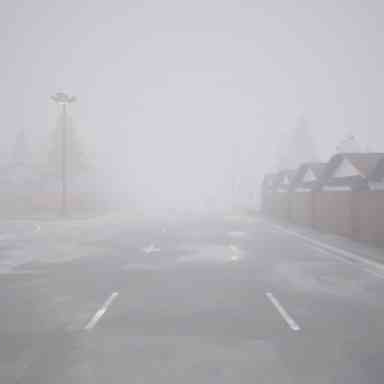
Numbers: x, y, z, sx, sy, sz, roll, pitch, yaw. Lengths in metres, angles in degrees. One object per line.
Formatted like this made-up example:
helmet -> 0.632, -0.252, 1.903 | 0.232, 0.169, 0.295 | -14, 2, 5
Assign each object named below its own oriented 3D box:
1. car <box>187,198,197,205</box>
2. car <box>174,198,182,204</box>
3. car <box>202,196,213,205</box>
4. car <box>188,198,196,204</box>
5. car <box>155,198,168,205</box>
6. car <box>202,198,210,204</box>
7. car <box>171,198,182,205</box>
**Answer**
car -> 0.002, 2.197, 73.557 | 2.128, 1.511, 4.902 | 0, -1, 0
car -> -3.498, 2.232, 84.841 | 1.895, 1.301, 4.718 | 0, -1, 0
car -> 3.502, 1.876, 73.174 | 2.150, 2.045, 5.566 | 0, -1, 0
car -> 0.002, 2.189, 84.811 | 1.994, 1.385, 4.181 | 0, -1, 0
car -> -6.998, 2.027, 73.528 | 2.097, 1.767, 4.553 | 0, -1, 0
car -> 3.502, 2.161, 84.811 | 1.812, 1.442, 4.674 | 0, -1, 0
car -> -3.498, 2.151, 73.142 | 1.837, 1.490, 4.892 | 0, -1, 0
